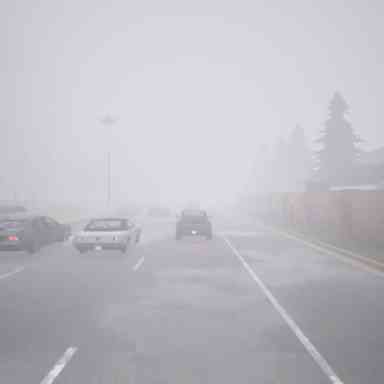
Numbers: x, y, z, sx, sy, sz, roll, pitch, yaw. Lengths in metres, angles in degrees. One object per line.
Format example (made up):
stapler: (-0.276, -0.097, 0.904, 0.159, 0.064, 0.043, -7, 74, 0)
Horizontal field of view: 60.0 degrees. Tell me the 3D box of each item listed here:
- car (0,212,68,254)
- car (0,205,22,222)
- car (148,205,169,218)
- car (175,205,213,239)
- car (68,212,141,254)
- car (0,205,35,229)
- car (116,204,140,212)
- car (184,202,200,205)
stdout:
car: (-6.900, 1.711, 14.193, 2.033, 1.411, 5.357, 0, -1, 0)
car: (-17.500, 1.910, 30.274, 1.994, 1.385, 4.181, 0, -1, 0)
car: (-3.400, 1.999, 34.844, 1.895, 1.301, 4.718, 0, -1, 0)
car: (0.100, 1.721, 18.716, 1.837, 1.490, 4.892, 0, 0, 0)
car: (-3.400, 1.765, 14.305, 1.895, 1.301, 4.718, 0, -1, 0)
car: (-14.000, 1.793, 25.190, 1.837, 1.490, 4.892, 0, -1, 0)
car: (-6.899, 1.958, 35.873, 2.033, 1.411, 5.357, 0, -1, 0)
car: (0.044, 1.994, 43.961, 2.128, 1.511, 4.902, 0, -1, 1)
